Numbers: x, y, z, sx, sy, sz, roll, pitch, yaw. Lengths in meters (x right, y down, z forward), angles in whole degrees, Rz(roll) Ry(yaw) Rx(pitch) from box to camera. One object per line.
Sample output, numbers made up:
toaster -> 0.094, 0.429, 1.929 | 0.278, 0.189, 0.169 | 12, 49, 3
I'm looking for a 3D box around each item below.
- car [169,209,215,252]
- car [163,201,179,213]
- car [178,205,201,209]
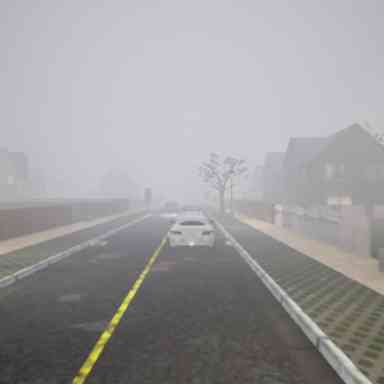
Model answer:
car -> 0.005, 1.665, 14.392 | 1.812, 1.442, 4.674 | 0, 0, 0
car -> -2.754, 1.943, 44.476 | 2.128, 1.511, 4.902 | 0, -1, 0
car -> 0.001, 1.885, 29.138 | 1.895, 1.301, 4.718 | 0, -1, 0
